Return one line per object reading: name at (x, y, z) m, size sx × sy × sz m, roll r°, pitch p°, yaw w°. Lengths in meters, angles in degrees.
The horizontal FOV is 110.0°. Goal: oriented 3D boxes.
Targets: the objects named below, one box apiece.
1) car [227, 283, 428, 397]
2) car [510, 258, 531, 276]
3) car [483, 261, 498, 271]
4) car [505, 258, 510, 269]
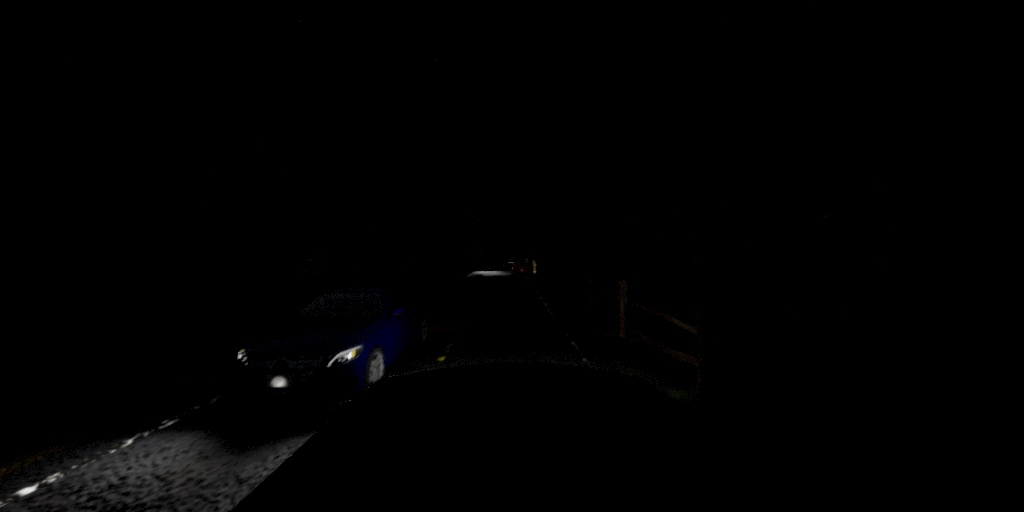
car at (-2.852, 1.275, 6.720) m, size 1.812 × 1.442 × 4.674 m, roll 0°, pitch 0°, yaw 0°
car at (0.958, 1.200, 36.757) m, size 1.882 × 1.535 × 5.008 m, roll 0°, pitch 0°, yaw 0°
car at (-2.836, 1.301, 48.134) m, size 1.895 × 1.301 × 4.718 m, roll 0°, pitch 0°, yaw 0°
car at (-0.006, 1.177, 55.202) m, size 2.128 × 1.511 × 4.902 m, roll 0°, pitch 0°, yaw 0°
